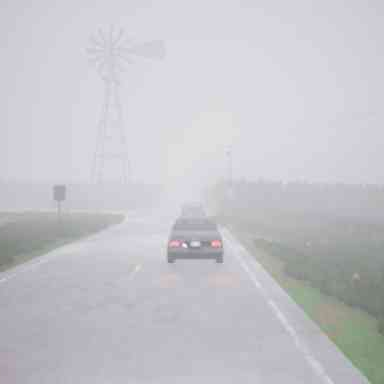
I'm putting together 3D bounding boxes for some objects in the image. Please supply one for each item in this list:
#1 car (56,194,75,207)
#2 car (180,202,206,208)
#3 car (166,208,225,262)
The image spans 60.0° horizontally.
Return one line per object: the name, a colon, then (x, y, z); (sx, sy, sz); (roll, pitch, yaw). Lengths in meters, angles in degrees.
car: (-17.231, 1.189, 45.257); (1.905, 1.878, 3.866); (0, 0, -31)
car: (0.093, 1.475, 25.702); (2.128, 1.511, 4.902); (0, 0, 0)
car: (0.098, 1.539, 12.058); (2.033, 1.411, 5.357); (0, 0, 0)
